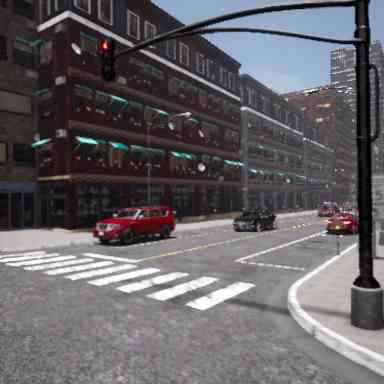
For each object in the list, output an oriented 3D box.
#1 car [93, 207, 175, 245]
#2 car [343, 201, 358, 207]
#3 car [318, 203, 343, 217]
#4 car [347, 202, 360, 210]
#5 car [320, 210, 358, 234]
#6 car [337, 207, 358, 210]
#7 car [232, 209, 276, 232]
[{"bbox_3d":[-2.984,1.746,18.240,2.192,1.841,5.009,-2,-2,35],"label":"car"},{"bbox_3d":[32.851,2.900,69.473,2.192,1.841,5.009,-2,-2,35],"label":"car"},{"bbox_3d":[17.949,2.516,43.489,1.812,1.442,4.674,-1,-2,35],"label":"car"},{"bbox_3d":[36.111,3.132,74.125,1.967,1.590,4.097,-2,-2,35],"label":"car"},{"bbox_3d":[10.410,2.098,22.813,1.802,1.307,4.206,-2,-2,35],"label":"car"},{"bbox_3d":[13.668,2.171,27.472,2.008,1.369,4.403,-2,-2,35],"label":"car"},{"bbox_3d":[4.718,2.074,24.696,1.837,1.490,4.892,-1,-2,35],"label":"car"}]
